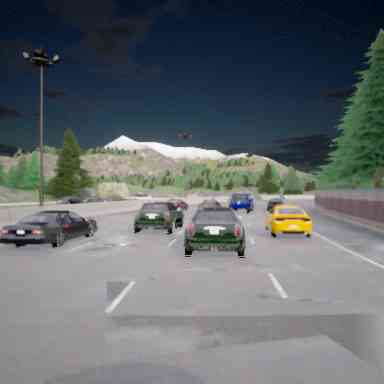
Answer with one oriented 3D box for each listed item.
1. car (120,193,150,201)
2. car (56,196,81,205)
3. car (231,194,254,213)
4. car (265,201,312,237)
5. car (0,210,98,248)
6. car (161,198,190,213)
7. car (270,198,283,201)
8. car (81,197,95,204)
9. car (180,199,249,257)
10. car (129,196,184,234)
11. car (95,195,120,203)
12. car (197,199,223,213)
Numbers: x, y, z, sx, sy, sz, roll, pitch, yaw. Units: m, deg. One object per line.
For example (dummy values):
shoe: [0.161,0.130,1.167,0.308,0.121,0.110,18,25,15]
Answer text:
car: [-8.238,1.122,51.230,2.150,2.045,5.566,0,0,20]
car: [-19.060,1.365,52.036,2.128,1.511,4.902,0,0,19]
car: [5.492,1.178,36.408,2.150,2.045,5.566,0,0,16]
car: [5.063,1.462,17.911,1.882,1.535,5.008,0,0,8]
car: [-5.975,1.510,14.647,2.033,1.411,5.357,0,0,6]
car: [-1.730,1.465,36.459,1.812,1.442,4.674,0,0,15]
car: [9.644,1.469,37.935,1.837,1.490,4.892,0,0,17]
car: [-15.082,1.446,52.783,1.994,1.385,4.181,0,0,20]
car: [0.946,1.334,13.112,2.097,1.767,4.553,0,0,6]
car: [-1.777,1.318,19.340,2.097,1.767,4.553,0,0,8]
car: [-12.138,1.245,50.592,2.097,1.767,4.553,0,0,20]
car: [2.036,1.512,36.897,1.994,1.385,4.181,0,0,15]
